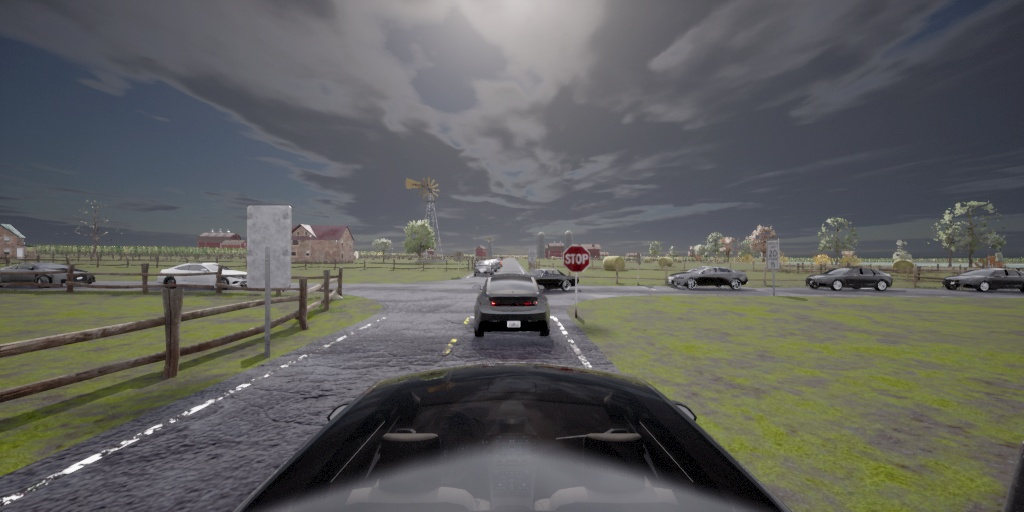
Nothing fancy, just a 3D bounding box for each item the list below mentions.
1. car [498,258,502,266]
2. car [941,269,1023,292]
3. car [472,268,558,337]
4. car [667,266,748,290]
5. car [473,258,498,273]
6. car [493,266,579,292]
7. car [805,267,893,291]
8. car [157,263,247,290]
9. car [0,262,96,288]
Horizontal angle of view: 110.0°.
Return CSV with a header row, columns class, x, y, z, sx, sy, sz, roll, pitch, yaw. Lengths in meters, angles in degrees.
class,x,y,z,sx,sy,sz,roll,pitch,yaw
car,-2.828,1.241,46.458,2.128,1.511,4.902,0,0,0
car,31.714,1.587,23.873,4.892,1.490,1.837,1,-1,-1
car,-0.069,1.256,10.324,1.837,1.490,4.892,0,0,-3
car,12.810,1.397,23.592,4.902,1.511,2.128,1,-1,-2
car,-2.840,1.243,37.012,2.128,1.511,4.902,0,0,0
car,1.509,1.369,20.370,4.718,1.301,1.895,1,0,-35
car,22.212,1.499,23.758,4.892,1.490,1.837,1,-1,-1
car,-17.234,1.103,20.290,4.674,1.442,1.812,1,-1,-1
car,-26.354,1.048,20.173,4.181,1.385,1.994,1,-1,-1
